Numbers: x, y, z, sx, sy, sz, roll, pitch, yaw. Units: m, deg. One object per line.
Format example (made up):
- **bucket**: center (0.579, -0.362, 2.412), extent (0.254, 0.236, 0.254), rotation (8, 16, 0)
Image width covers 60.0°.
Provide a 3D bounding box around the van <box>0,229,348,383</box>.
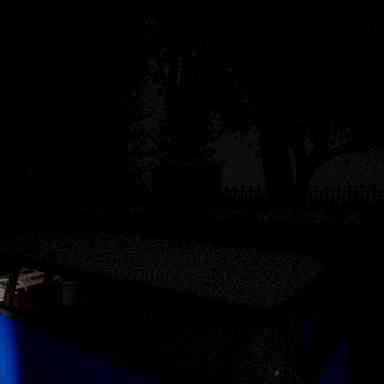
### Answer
- **van**: center (-0.649, 1.341, 3.174), extent (3.998, 1.788, 1.690), rotation (0, 0, 35)
